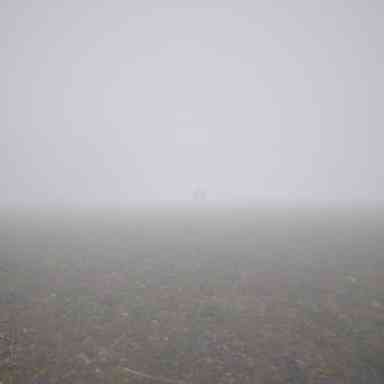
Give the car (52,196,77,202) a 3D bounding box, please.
[{"bbox_3d":[-22.120,1.172,57.828,1.994,1.385,4.181,-1,0,35],"label":"car"}]
